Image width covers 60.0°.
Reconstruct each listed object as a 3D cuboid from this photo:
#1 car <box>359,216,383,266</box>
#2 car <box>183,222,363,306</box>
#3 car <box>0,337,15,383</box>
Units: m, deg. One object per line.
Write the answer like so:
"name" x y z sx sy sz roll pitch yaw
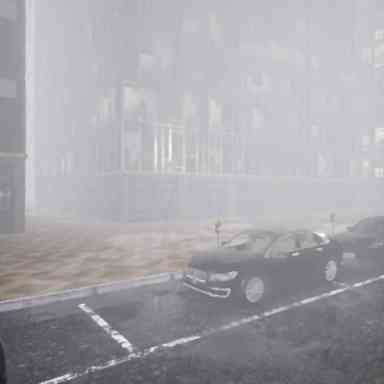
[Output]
"car" 6.467 1.503 11.162 4.313 1.339 1.947 0 0 -35
"car" 1.831 1.519 7.858 4.403 1.369 2.008 0 0 -35
"car" -3.317 1.489 1.013 5.008 1.535 1.882 0 0 -35
